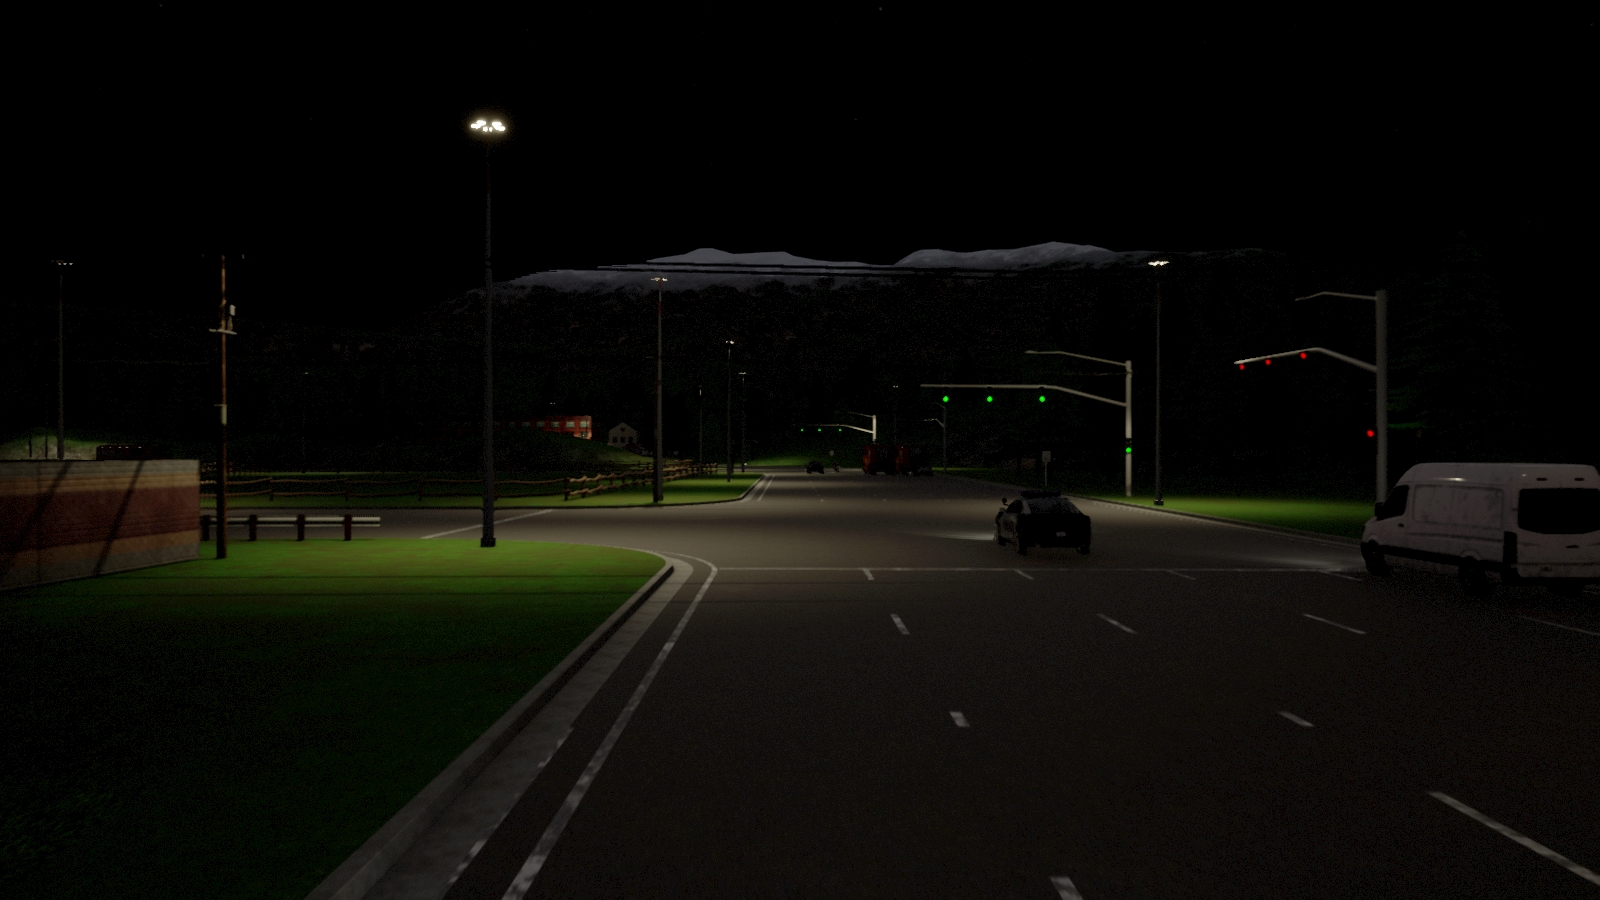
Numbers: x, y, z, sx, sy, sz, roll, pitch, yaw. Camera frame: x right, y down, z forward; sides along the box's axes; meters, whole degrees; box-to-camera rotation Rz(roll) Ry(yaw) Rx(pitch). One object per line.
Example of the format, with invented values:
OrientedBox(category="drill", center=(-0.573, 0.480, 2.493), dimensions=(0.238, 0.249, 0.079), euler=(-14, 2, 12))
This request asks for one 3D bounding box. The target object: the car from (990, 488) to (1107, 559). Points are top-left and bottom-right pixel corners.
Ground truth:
OrientedBox(category="car", center=(6.848, 1.981, 32.062), dimensions=(2.097, 1.638, 5.238), euler=(0, 0, 0))

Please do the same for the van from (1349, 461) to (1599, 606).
OrientedBox(category="van", center=(13.800, 1.533, 23.624), dimensions=(1.988, 2.561, 5.915), euler=(0, 0, 0))
